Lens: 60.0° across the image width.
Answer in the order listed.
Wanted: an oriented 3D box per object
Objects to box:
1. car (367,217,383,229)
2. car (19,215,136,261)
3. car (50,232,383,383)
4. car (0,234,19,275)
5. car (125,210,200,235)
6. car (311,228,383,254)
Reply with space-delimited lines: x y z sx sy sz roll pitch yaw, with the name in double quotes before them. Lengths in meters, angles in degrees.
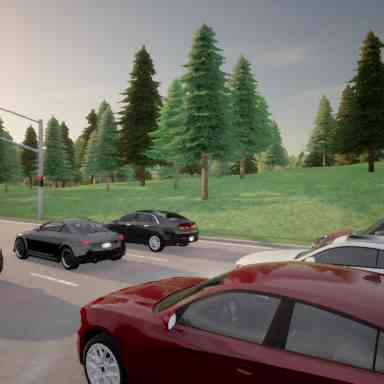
"car" 5.491 1.352 8.671 4.553 1.767 2.097 0 0 36
"car" -4.163 1.564 11.143 4.181 1.385 1.994 0 0 36
"car" 0.888 1.478 3.357 5.008 1.535 1.882 0 0 36
"car" -6.628 1.526 8.615 4.674 1.442 1.812 0 0 36
"car" -1.984 1.505 13.890 4.892 1.490 1.837 0 0 36
"car" 3.013 1.526 6.138 4.674 1.442 1.812 0 0 35
